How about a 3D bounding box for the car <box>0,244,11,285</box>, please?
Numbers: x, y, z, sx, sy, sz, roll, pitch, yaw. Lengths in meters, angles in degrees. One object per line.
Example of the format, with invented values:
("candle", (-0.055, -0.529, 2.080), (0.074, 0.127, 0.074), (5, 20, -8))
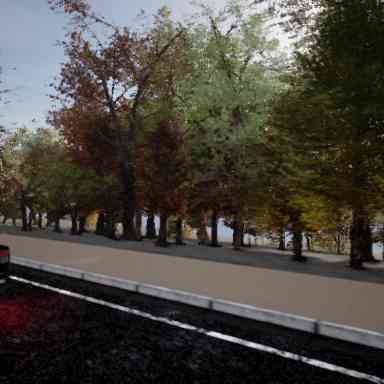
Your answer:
("car", (-6.492, 1.558, 8.314), (5.008, 1.535, 1.882), (0, 0, 35))
